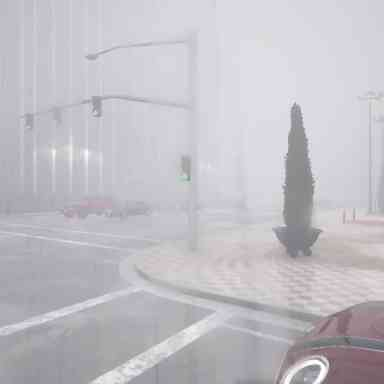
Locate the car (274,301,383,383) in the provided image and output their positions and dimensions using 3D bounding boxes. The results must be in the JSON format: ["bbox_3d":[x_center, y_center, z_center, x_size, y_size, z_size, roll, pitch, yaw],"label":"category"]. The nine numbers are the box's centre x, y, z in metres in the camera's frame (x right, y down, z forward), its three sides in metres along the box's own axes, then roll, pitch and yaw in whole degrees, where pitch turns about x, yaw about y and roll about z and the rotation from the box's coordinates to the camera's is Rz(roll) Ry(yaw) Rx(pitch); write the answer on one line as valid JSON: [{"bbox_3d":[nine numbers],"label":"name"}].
[{"bbox_3d":[2.793,1.352,1.978,4.553,1.767,2.097,0,0,36],"label":"car"}]

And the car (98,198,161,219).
[{"bbox_3d":[-5.349,1.492,28.958,2.128,1.511,4.902,0,0,35],"label":"car"}]

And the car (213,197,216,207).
[{"bbox_3d":[2.587,1.478,46.448,1.882,1.535,5.008,0,0,35],"label":"car"}]

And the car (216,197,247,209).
[{"bbox_3d":[5.671,1.492,44.749,2.128,1.511,4.902,0,0,35],"label":"car"}]

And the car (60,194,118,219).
[{"bbox_3d":[-8.944,1.221,29.907,2.150,2.045,5.566,0,0,35],"label":"car"}]

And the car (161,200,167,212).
[{"bbox_3d":[-3.241,1.564,38.095,1.994,1.385,4.181,0,0,35],"label":"car"}]

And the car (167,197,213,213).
[{"bbox_3d":[-0.139,1.492,36.431,2.128,1.511,4.902,0,0,35],"label":"car"}]

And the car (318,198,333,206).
[{"bbox_3d":[22.573,1.601,56.451,1.895,1.301,4.718,0,0,34],"label":"car"}]
